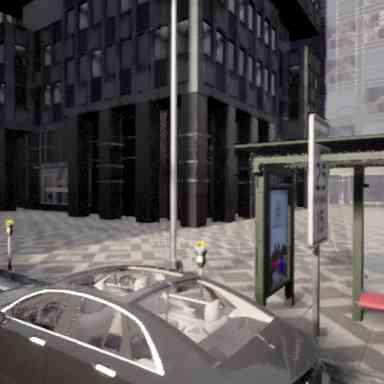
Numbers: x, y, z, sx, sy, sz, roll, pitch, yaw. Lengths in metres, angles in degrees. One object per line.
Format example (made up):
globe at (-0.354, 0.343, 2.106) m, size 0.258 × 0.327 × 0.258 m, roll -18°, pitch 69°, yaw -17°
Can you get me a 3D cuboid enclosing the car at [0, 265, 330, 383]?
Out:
car at (-0.896, 1.499, 3.588) m, size 4.403 × 1.369 × 2.008 m, roll 1°, pitch 1°, yaw 35°
